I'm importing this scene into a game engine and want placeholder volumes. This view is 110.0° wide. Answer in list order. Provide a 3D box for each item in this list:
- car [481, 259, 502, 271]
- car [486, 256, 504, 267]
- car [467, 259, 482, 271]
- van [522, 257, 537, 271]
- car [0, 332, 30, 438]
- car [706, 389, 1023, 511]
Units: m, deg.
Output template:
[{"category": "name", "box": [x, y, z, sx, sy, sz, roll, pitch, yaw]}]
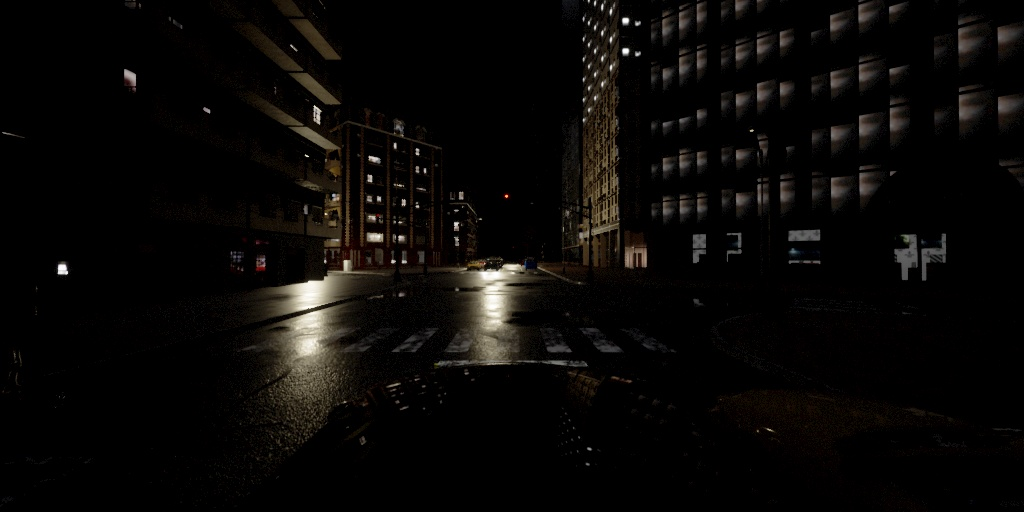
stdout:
[{"category": "car", "box": [-2.800, 1.395, 49.229, 1.895, 1.301, 4.718, 0, 0, 0]}, {"category": "car", "box": [-2.779, 1.037, 59.153, 2.150, 2.045, 5.566, 0, 0, 0]}, {"category": "car", "box": [-5.267, 1.321, 49.906, 1.751, 1.417, 4.829, 0, 0, 0]}, {"category": "van", "box": [2.614, 1.136, 50.067, 1.690, 1.789, 3.998, 0, 0, 0]}, {"category": "car", "box": [-5.318, 1.065, 1.076, 2.192, 1.841, 5.009, 0, 0, 0]}, {"category": "car", "box": [2.563, 1.275, 1.244, 1.751, 1.417, 4.829, 0, 0, 0]}]
